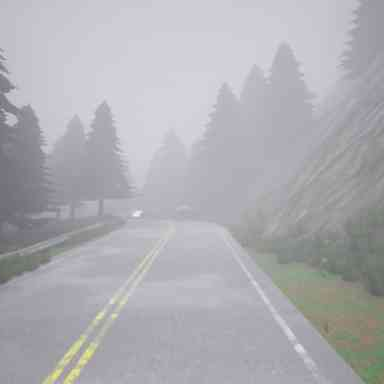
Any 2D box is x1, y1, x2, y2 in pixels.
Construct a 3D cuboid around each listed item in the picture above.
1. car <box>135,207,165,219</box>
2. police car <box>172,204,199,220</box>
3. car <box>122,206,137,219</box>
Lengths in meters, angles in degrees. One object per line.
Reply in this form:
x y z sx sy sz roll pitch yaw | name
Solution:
-5.378 2.911 44.582 1.882 1.535 5.008 1 -6 -33 | car
-0.783 2.128 35.083 1.930 1.638 5.238 2 -3 -18 | police car
-9.311 3.334 49.687 2.150 2.045 5.566 5 -10 -42 | car
